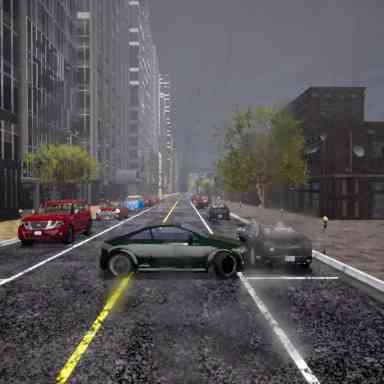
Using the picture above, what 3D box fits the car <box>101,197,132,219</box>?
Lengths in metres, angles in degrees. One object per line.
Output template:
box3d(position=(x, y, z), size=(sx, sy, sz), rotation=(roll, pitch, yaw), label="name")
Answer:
box3d(position=(-6.354, 1.432, 26.748), size=(1.967, 1.590, 4.097), rotation=(-1, 0, -1), label="car")

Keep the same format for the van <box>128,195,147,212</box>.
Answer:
box3d(position=(-6.639, 1.329, 38.542), size=(1.690, 1.788, 3.998), rotation=(-1, 0, -1), label="van")

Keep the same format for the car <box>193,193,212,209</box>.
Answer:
box3d(position=(1.599, 1.301, 44.275), size=(2.192, 1.841, 5.009), rotation=(-1, 0, -1), label="car")

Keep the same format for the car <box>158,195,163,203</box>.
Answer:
box3d(position=(-7.330, 1.522, 66.207), size=(1.887, 1.381, 4.507), rotation=(-1, 0, -1), label="car")

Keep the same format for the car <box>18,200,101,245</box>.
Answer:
box3d(position=(-6.169, 1.310, 15.680), size=(2.192, 1.841, 5.009), rotation=(-1, 0, -1), label="car")

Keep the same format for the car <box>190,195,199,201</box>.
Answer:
box3d(position=(0.632, 1.538, 83.005), size=(1.947, 1.339, 4.313), rotation=(-1, 0, -1), label="car")

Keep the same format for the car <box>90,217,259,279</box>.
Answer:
box3d(position=(-0.454, 1.557, 9.478), size=(4.181, 1.385, 1.994), rotation=(0, 0, -1), label="car")

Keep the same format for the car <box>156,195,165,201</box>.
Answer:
box3d(position=(-7.742, 1.497, 82.636), size=(1.752, 1.417, 4.829), rotation=(-1, 0, -1), label="car")

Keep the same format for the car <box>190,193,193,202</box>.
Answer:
box3d(position=(0.906, 1.291, 71.939), size=(2.192, 1.841, 5.009), rotation=(-1, 0, -1), label="car")

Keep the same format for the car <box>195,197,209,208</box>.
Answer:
box3d(position=(1.460, 1.509, 49.978), size=(1.752, 1.417, 4.829), rotation=(-1, 0, -1), label="car")

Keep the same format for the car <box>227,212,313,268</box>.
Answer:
box3d(position=(2.565, 1.548, 11.082), size=(2.008, 1.369, 4.403), rotation=(-1, 0, -1), label="car")

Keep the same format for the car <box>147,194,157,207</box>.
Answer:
box3d(position=(-6.917, 1.299, 49.608), size=(2.192, 1.841, 5.009), rotation=(-1, 0, -1), label="car")

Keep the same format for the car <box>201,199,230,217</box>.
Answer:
box3d(position=(2.049, 1.543, 26.942), size=(2.008, 1.369, 4.403), rotation=(-1, 0, -1), label="car")
